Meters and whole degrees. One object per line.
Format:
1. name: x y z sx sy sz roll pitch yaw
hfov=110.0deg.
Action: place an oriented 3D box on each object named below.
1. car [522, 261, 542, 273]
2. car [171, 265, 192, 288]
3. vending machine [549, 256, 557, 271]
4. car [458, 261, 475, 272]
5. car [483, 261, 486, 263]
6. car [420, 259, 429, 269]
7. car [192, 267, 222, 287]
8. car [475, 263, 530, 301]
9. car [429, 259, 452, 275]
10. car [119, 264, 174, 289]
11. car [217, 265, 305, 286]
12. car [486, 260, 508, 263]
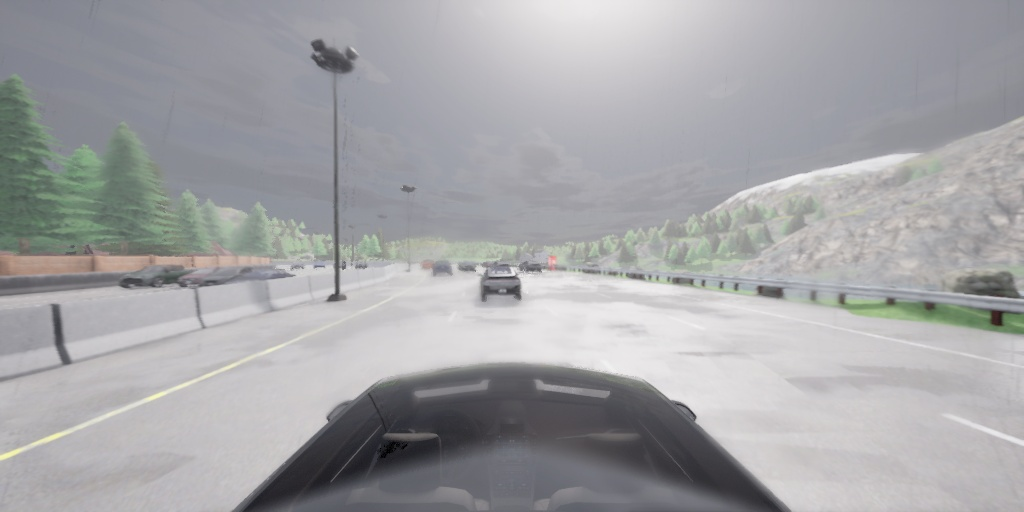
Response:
1. car: 2.144 1.304 43.744 1.837 1.490 4.892 0 -1 -14
2. car: -23.338 1.594 27.708 1.812 1.442 4.674 -1 0 -10
3. vending machine: 5.709 0.965 49.713 1.100 2.100 0.880 0 0 -15
4. car: -6.239 1.509 49.031 1.895 1.301 4.718 -1 0 -17
5. car: -4.045 1.473 63.790 1.994 1.385 4.181 -1 0 -21
6. car: -14.741 1.384 62.561 2.097 1.767 4.553 -1 0 -22
7. car: -19.357 1.523 24.999 1.837 1.490 4.892 -1 0 -9
8. car: -0.635 1.278 17.694 2.128 1.511 4.902 -1 0 -6
9. car: -8.313 1.273 42.353 2.097 1.767 4.553 -1 0 -14
10. car: -26.793 1.459 27.114 2.097 1.767 4.553 -1 0 -10
11. car: -15.457 1.515 22.539 2.033 1.411 5.357 -1 0 -7
12. car: -1.459 1.346 43.639 1.837 1.490 4.892 0 -1 -14
